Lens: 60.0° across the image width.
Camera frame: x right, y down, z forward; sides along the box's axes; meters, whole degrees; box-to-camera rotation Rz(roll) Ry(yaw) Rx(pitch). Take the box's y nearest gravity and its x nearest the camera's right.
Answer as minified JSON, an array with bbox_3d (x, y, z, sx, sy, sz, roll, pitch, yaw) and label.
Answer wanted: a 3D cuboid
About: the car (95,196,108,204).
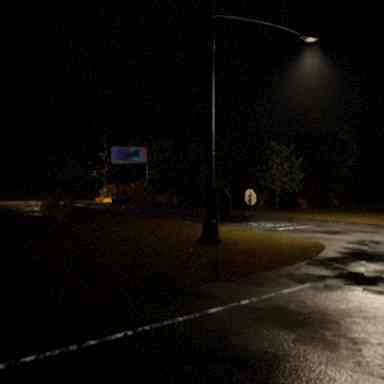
[{"bbox_3d":[-16.264,1.380,60.969,1.882,1.535,5.008,0,0,-34],"label":"car"}]

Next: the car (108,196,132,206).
[{"bbox_3d":[-11.466,1.395,53.868,1.882,1.535,5.008,0,0,-33],"label":"car"}]
